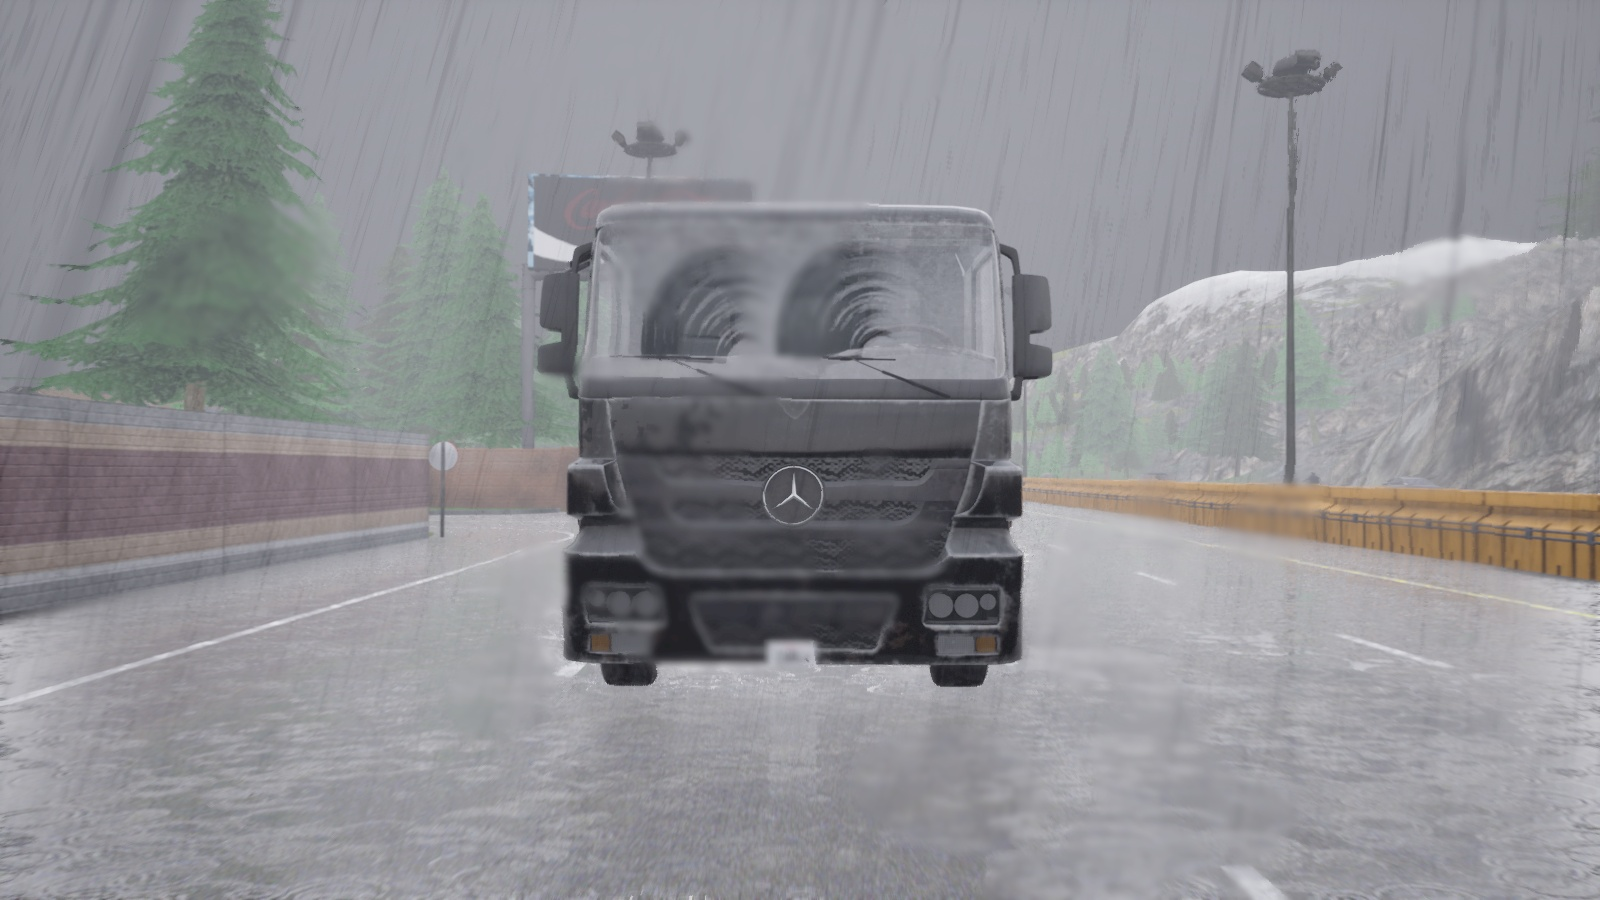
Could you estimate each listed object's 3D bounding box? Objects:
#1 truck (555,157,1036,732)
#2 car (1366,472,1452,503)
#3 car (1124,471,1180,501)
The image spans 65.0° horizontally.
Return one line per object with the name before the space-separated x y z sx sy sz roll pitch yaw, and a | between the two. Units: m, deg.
truck | -0.028 0.026 11.546 2.891 3.462 7.936 0 -1 0
car | 28.410 1.748 58.727 1.994 1.385 4.181 0 -1 1
car | 17.970 1.833 64.269 1.845 1.501 3.633 0 -1 1
